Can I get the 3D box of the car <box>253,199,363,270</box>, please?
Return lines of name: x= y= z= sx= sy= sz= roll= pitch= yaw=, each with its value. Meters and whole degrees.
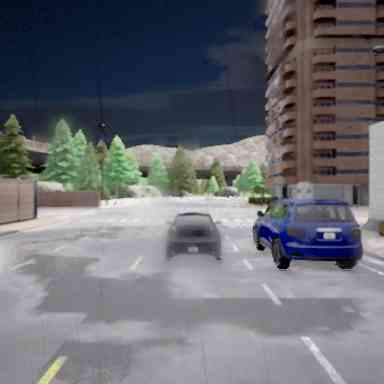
car: x=3.548 y=1.227 z=11.220 sx=2.150 sy=2.045 sz=5.566 roll=0 pitch=0 yaw=0

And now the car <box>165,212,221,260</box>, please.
car: x=0.057 y=1.512 z=12.539 sx=1.837 sy=1.490 sz=4.892 roll=0 pitch=0 yaw=0
